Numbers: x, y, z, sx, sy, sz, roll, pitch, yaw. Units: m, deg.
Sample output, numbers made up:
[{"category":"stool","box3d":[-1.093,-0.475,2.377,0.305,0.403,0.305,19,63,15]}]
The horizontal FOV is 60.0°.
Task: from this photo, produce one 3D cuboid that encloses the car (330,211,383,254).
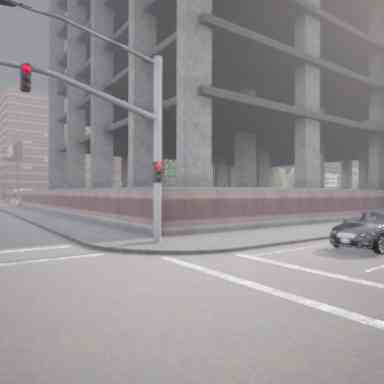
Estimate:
[{"category":"car","box3d":[7.669,1.544,13.746,4.902,1.511,2.128,0,0,-35]}]
